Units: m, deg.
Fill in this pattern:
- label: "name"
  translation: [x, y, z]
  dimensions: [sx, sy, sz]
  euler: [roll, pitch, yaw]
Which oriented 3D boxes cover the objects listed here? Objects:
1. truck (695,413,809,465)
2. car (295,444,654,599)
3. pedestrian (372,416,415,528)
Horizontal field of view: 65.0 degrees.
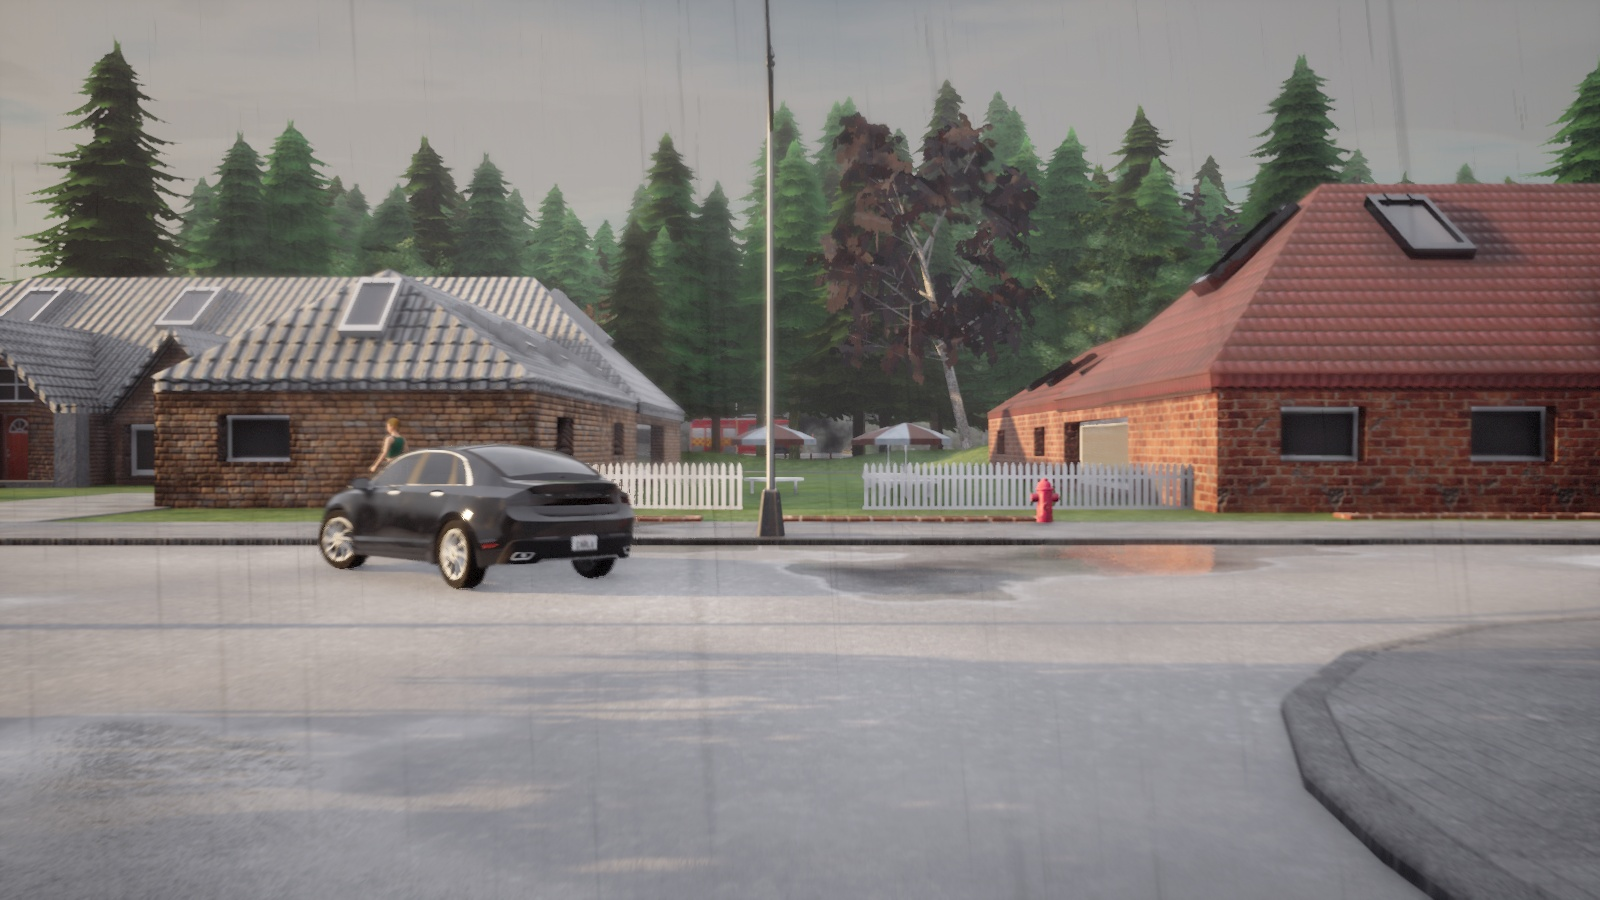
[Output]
- label: "truck"
  translation: [-3.560, -0.806, 94.745]
  dimensions: [8.468, 3.827, 2.891]
  euler: [0, 0, 0]
- label: "car"
  translation: [-3.927, 0.689, 14.519]
  dimensions: [1.837, 1.490, 4.892]
  euler: [1, 0, -44]
- label: "pedestrian"
  translation: [-6.789, 0.364, 20.983]
  dimensions: [0.594, 1.836, 0.345]
  euler: [0, 0, 22]
